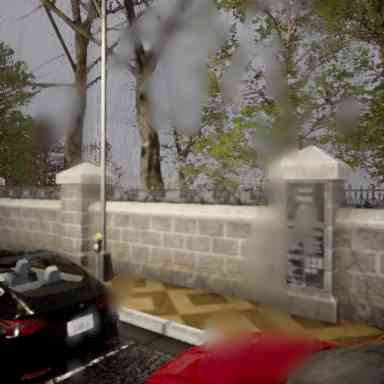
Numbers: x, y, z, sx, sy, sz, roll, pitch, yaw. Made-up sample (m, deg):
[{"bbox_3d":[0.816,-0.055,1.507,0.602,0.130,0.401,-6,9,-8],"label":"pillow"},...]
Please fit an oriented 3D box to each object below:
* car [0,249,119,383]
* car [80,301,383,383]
[{"bbox_3d":[-2.953,1.544,5.012,4.313,1.339,1.947,0,0,36],"label":"car"},{"bbox_3d":[1.635,1.547,1.731,4.507,1.381,1.887,0,0,36],"label":"car"}]
